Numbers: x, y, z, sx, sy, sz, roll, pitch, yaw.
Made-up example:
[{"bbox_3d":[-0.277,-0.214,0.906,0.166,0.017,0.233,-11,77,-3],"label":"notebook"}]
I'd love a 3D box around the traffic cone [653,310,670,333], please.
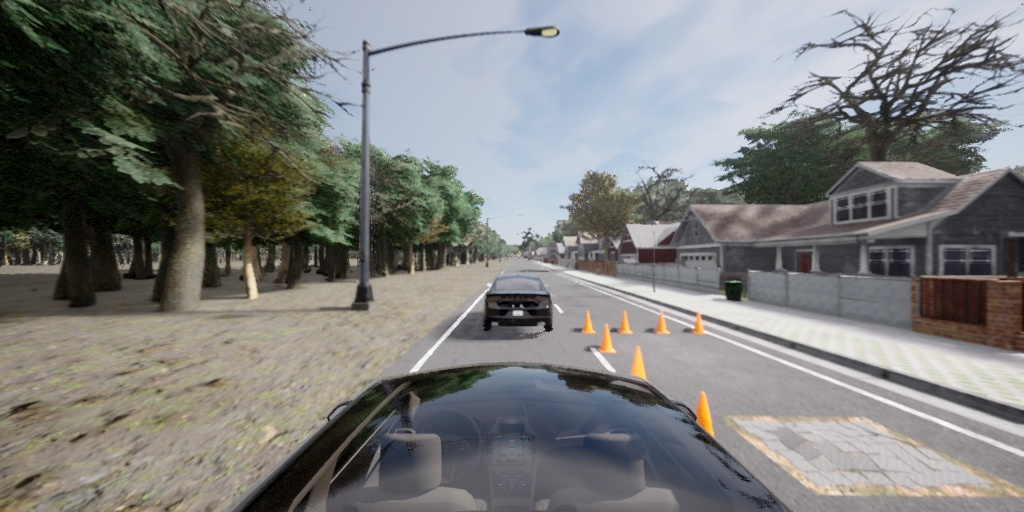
[{"bbox_3d":[4.065,1.777,9.755,0.340,0.580,0.340,0,0,1],"label":"traffic cone"}]

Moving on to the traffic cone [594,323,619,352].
[{"bbox_3d":[2.046,1.755,7.775,0.340,0.580,0.340,0,0,1],"label":"traffic cone"}]

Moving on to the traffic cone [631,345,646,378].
[{"bbox_3d":[2.027,1.741,5.775,0.340,0.580,0.340,0,0,1],"label":"traffic cone"}]

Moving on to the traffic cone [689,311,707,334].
[{"bbox_3d":[5.065,1.781,9.746,0.340,0.580,0.340,0,0,1],"label":"traffic cone"}]

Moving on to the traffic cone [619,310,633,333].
[{"bbox_3d":[3.065,1.773,9.765,0.340,0.580,0.340,0,0,1],"label":"traffic cone"}]

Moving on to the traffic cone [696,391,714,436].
[{"bbox_3d":[2.007,1.727,3.775,0.340,0.580,0.340,0,0,1],"label":"traffic cone"}]

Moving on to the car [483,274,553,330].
[{"bbox_3d":[0.174,1.294,11.409,1.882,1.535,5.008,0,0,1],"label":"car"}]

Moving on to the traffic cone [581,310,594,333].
[{"bbox_3d":[2.065,1.769,9.775,0.340,0.580,0.340,0,0,1],"label":"traffic cone"}]
